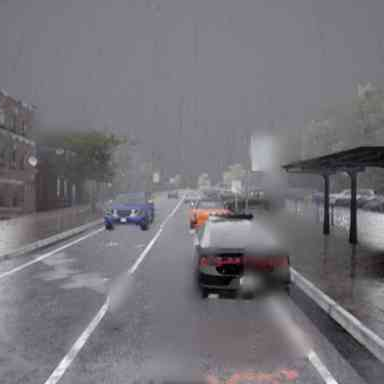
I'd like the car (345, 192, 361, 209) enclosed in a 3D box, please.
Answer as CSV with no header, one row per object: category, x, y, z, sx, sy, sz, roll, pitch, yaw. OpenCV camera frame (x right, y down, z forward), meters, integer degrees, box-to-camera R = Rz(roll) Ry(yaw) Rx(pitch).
car,18.749,1.020,33.735,5.008,1.535,2.097,0,1,0

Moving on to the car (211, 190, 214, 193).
car,5.640,0.786,49.669,4.792,1.488,2.163,0,1,0

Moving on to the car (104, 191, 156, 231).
car,-3.388,0.985,19.178,2.150,2.045,5.566,0,1,0

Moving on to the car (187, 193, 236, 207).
car,0.938,1.129,18.293,2.097,1.767,4.553,0,1,0

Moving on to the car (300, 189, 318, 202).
car,18.882,0.791,47.615,5.366,1.575,1.946,0,1,0

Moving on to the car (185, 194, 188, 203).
car,-0.057,0.895,46.847,1.895,1.301,4.718,0,1,1

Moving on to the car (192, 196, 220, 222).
car,0.927,1.135,24.521,1.801,1.575,5.366,0,1,0

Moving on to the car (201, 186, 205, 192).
car,5.488,-0.133,77.696,5.566,2.045,2.435,0,1,0

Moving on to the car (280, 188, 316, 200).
car,18.689,0.317,58.713,5.566,2.045,2.435,0,1,0

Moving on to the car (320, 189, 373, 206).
car,18.696,0.682,39.282,5.566,2.045,2.435,0,1,0

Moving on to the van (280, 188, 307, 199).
van,18.768,0.277,61.490,4.442,1.987,1.878,0,1,0

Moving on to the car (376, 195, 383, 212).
car,18.791,1.138,28.185,4.792,1.488,2.163,0,1,0

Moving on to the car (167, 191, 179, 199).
car,-3.419,0.566,60.620,2.033,1.411,5.357,0,1,1

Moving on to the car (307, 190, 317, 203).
car,18.701,0.843,44.837,5.008,1.535,2.097,0,1,0

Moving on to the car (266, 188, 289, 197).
car,18.645,0.115,72.592,4.553,1.767,2.185,0,1,0

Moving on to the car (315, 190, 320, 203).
car,18.710,0.890,42.060,4.892,1.521,2.231,0,1,0

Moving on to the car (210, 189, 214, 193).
car,5.599,0.741,52.477,4.674,1.452,2.002,0,1,0

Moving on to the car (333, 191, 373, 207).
car,18.740,0.977,36.510,5.008,1.535,2.097,0,1,0

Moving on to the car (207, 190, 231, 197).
car,5.539,0.318,69.294,4.892,1.521,2.231,0,1,0

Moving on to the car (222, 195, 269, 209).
car,5.660,1.029,35.653,4.674,1.452,2.002,0,1,0

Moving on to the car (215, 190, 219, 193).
car,5.634,0.901,41.258,5.008,1.535,2.097,0,1,0

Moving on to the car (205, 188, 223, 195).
car,5.467,-0.139,83.303,4.553,1.767,2.185,0,1,0

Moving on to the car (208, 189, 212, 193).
car,5.598,0.643,55.279,4.892,1.521,2.231,0,1,0

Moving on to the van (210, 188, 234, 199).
van,5.680,0.224,63.684,4.442,1.987,1.878,0,1,0

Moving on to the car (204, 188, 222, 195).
car,5.458,-0.206,86.106,4.553,1.767,2.185,0,1,0

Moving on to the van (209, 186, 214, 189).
van,5.699,0.356,58.081,4.442,1.987,1.878,0,1,0

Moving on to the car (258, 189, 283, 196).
car,18.410,0.107,78.143,5.366,1.575,1.946,0,1,0

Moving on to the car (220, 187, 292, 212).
car,5.648,0.826,30.042,5.566,2.045,2.435,0,1,0

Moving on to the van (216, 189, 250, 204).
van,5.737,0.580,46.863,4.442,1.987,1.878,0,1,0

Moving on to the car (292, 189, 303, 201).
car,18.707,0.717,53.169,4.792,1.488,2.163,0,1,0

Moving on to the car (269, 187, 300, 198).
car,18.661,0.121,67.038,5.566,2.045,2.435,0,1,0

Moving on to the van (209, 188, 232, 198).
van,5.671,0.158,66.487,4.442,1.987,1.878,0,1,0

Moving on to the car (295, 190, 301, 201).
car,18.659,0.775,50.386,4.792,1.488,2.163,0,1,0

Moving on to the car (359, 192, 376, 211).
car,18.759,1.065,30.959,4.892,1.521,2.231,0,1,0

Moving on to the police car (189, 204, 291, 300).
police car,0.959,1.342,8.425,1.930,1.638,5.238,0,1,0

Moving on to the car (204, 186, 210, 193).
car,5.545,0.265,60.880,5.566,2.045,2.435,0,1,0

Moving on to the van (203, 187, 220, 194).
van,5.354,-0.438,91.708,4.442,1.987,1.878,0,1,0

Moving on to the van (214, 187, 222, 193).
van,5.513,0.630,44.061,4.442,1.987,1.878,0,1,0
